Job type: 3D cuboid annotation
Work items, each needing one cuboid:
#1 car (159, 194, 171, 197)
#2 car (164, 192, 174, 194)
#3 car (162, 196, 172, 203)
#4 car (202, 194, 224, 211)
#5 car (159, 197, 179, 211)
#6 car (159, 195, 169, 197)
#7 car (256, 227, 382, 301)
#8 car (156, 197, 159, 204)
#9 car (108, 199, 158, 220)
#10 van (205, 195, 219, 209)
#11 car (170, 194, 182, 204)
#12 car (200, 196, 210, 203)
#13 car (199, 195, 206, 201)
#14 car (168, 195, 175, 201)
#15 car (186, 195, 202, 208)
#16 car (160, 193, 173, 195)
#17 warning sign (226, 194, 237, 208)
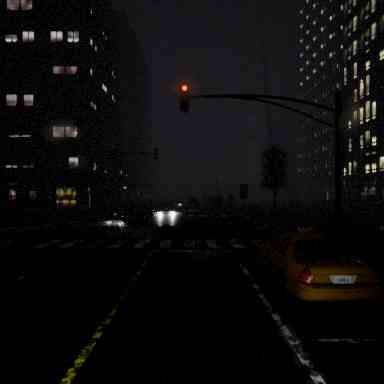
[{"bbox_3d":[-5.582,1.591,62.606,1.887,1.381,4.507,0,0,0],"label":"car"},{"bbox_3d":[-5.553,1.517,79.187,1.967,1.590,4.097,0,0,0],"label":"car"},{"bbox_3d":[-5.562,1.648,73.661,1.802,1.307,4.206,0,0,0],"label":"car"},{"bbox_3d":[2.758,1.332,40.486,2.192,1.841,5.009,0,0,0],"label":"car"},{"bbox_3d":[-3.026,1.618,40.967,1.895,1.301,4.718,0,0,0],"label":"car"},{"bbox_3d":[-5.591,1.588,57.080,2.008,1.369,4.403,0,0,0],"label":"car"},{"bbox_3d":[2.701,1.526,8.243,1.752,1.417,4.829,0,0,0],"label":"car"},{"bbox_3d":[-5.621,1.568,40.501,2.008,1.369,4.403,0,0,0],"label":"car"},{"bbox_3d":[-5.191,1.602,28.508,1.994,1.385,4.181,0,1,29],"label":"car"},{"bbox_3d":[2.768,1.364,46.012,1.690,1.788,3.998,0,0,0],"label":"van"},{"bbox_3d":[-2.924,1.599,65.213,2.033,1.411,5.357,0,0,1],"label":"car"},{"bbox_3d":[2.818,1.611,73.645,1.887,1.381,4.507,0,0,0],"label":"car"},{"bbox_3d":[2.849,1.625,90.395,1.752,1.417,4.829,0,0,0],"label":"car"},{"bbox_3d":[-5.532,1.624,90.070,1.752,1.417,4.829,0,0,0],"label":"car"},{"bbox_3d":[0.191,1.532,49.747,1.837,1.490,4.892,0,0,0],"label":"car"},{"bbox_3d":[-5.572,1.497,68.134,1.967,1.590,4.097,0,0,0],"label":"car"},{"bbox_3d":[5.151,1.135,43.738,1.300,1.860,1.060,0,0,0],"label":"warning sign"}]
